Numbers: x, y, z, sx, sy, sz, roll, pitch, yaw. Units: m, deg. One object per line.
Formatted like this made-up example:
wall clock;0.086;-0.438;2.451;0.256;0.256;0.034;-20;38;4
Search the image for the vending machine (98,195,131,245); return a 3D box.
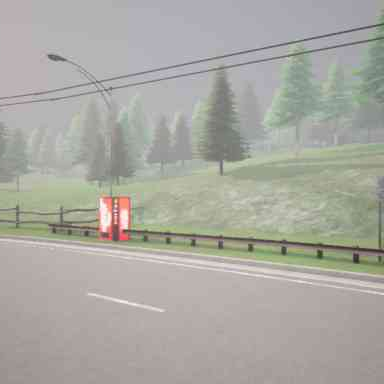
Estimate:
vending machine;-3.414;1.195;14.708;0.880;2.100;1.100;0;0;29
